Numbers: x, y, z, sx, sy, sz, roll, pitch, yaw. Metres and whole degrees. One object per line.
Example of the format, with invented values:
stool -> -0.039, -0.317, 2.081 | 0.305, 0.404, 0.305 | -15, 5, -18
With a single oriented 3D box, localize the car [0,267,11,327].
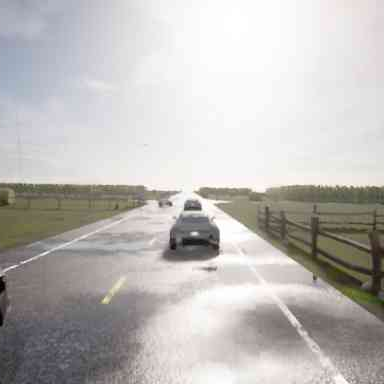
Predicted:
car -> -3.595, 1.477, 2.921 | 2.128, 1.511, 4.902 | 0, 0, 0

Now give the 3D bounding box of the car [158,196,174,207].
car -> -3.554, 1.258, 45.387 | 2.128, 1.511, 4.902 | 0, 0, 0

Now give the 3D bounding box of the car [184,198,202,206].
car -> 0.097, 1.369, 38.486 | 1.994, 1.385, 4.181 | 0, 0, 0

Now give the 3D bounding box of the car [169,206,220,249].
car -> 0.103, 1.496, 14.242 | 1.994, 1.385, 4.181 | 0, 0, 0
